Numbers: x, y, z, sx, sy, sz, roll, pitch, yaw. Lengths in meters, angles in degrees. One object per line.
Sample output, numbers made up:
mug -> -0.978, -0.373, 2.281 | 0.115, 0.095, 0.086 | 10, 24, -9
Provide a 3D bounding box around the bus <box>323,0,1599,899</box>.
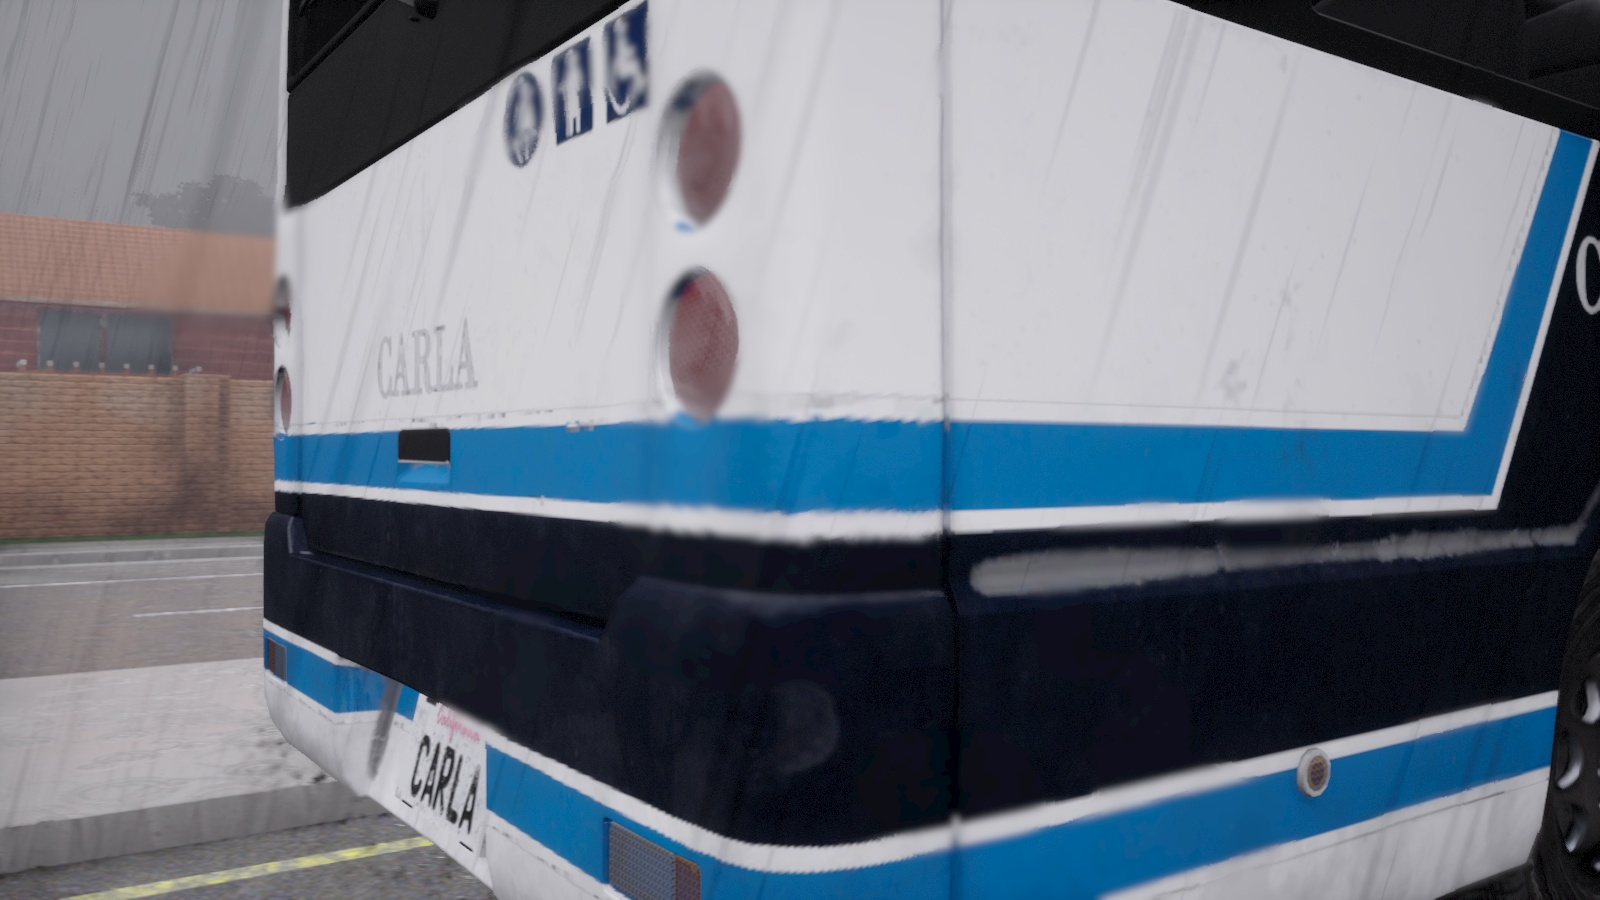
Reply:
bus -> 3.519, -0.620, 6.124 | 10.273, 4.253, 3.944 | 0, 0, -35
